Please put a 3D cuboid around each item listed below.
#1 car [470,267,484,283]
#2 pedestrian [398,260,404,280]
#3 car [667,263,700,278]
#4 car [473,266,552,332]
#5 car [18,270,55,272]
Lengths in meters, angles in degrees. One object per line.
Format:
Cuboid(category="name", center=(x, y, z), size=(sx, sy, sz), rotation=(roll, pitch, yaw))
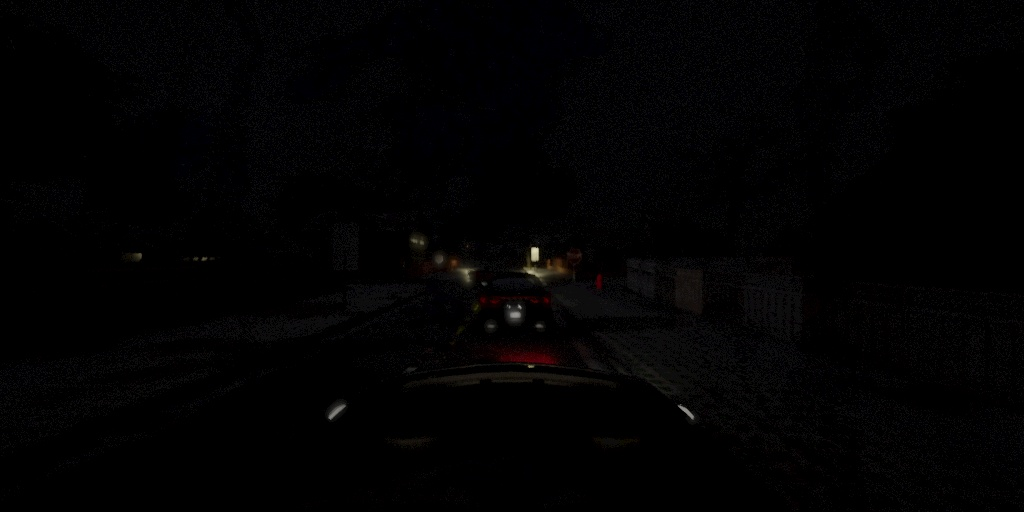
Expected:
Cuboid(category="car", center=(-1.545, 1.390, 25.531), size=(1.895, 1.301, 4.718), rotation=(-1, 0, -23))
Cuboid(category="pedestrian", center=(-9.692, 1.196, 31.339), size=(0.375, 1.860, 0.375), rotation=(0, -1, 1))
Cuboid(category="car", center=(13.027, 1.133, 28.140), size=(5.008, 1.535, 1.882), rotation=(-1, -2, 1))
Cuboid(category="car", center=(0.084, 1.233, 10.884), size=(1.882, 1.535, 5.008), rotation=(0, 0, 0))
Cuboid(category="car", center=(-33.318, 1.649, 25.403), size=(4.674, 1.442, 1.812), rotation=(-1, -2, -1))
